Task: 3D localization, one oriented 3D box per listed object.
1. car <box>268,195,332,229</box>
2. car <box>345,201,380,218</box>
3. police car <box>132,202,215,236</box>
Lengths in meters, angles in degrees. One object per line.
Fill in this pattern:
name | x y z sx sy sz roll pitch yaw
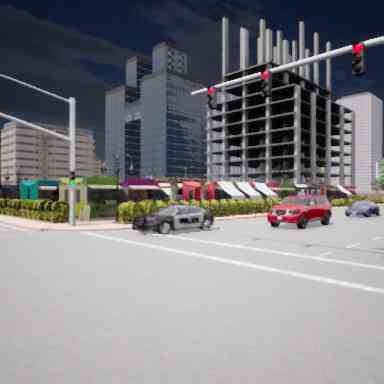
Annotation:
car | 7.226 1.216 21.934 5.566 2.045 2.150 0 0 -45
car | 15.545 1.522 30.178 4.674 1.442 1.812 -1 0 -45
police car | -0.931 1.418 18.655 5.238 1.638 1.930 0 0 -44
